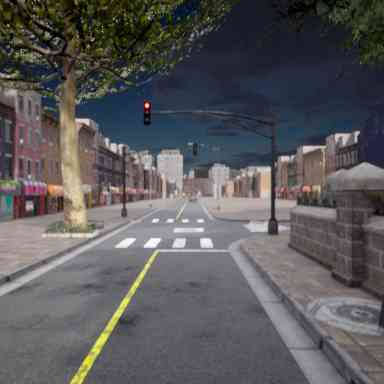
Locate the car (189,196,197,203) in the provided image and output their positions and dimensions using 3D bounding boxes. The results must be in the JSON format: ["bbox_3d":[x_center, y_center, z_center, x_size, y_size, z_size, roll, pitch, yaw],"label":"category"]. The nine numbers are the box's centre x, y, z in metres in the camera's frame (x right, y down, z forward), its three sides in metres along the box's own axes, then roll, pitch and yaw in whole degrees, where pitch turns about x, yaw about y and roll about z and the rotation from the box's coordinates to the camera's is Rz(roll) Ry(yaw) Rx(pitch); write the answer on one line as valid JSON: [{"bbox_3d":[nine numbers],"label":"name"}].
[{"bbox_3d":[0.203,1.635,73.735,2.128,1.511,4.902,0,0,0],"label":"car"}]
